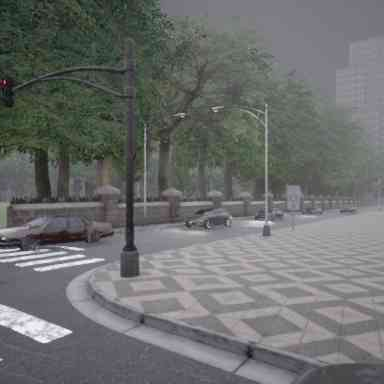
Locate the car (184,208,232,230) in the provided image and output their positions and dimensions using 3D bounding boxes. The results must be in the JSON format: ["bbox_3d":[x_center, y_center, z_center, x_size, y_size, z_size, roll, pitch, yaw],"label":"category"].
[{"bbox_3d":[1.307,1.969,25.255,1.837,1.490,4.892,0,-1,35],"label":"car"}]

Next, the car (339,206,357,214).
[{"bbox_3d":[25.180,2.842,53.470,1.895,1.301,4.718,0,-1,36],"label":"car"}]

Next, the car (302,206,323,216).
[{"bbox_3d":[17.334,2.639,47.732,1.994,1.385,4.181,0,-1,35],"label":"car"}]

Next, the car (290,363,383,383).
[{"bbox_3d":[2.380,1.551,1.263,4.403,1.369,2.008,0,0,36],"label":"car"}]

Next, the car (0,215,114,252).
[{"bbox_3d":[-6.186,1.758,15.245,2.033,1.411,5.357,0,-1,40],"label":"car"}]

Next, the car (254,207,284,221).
[{"bbox_3d":[8.090,2.273,34.839,1.994,1.385,4.181,0,-1,35],"label":"car"}]
